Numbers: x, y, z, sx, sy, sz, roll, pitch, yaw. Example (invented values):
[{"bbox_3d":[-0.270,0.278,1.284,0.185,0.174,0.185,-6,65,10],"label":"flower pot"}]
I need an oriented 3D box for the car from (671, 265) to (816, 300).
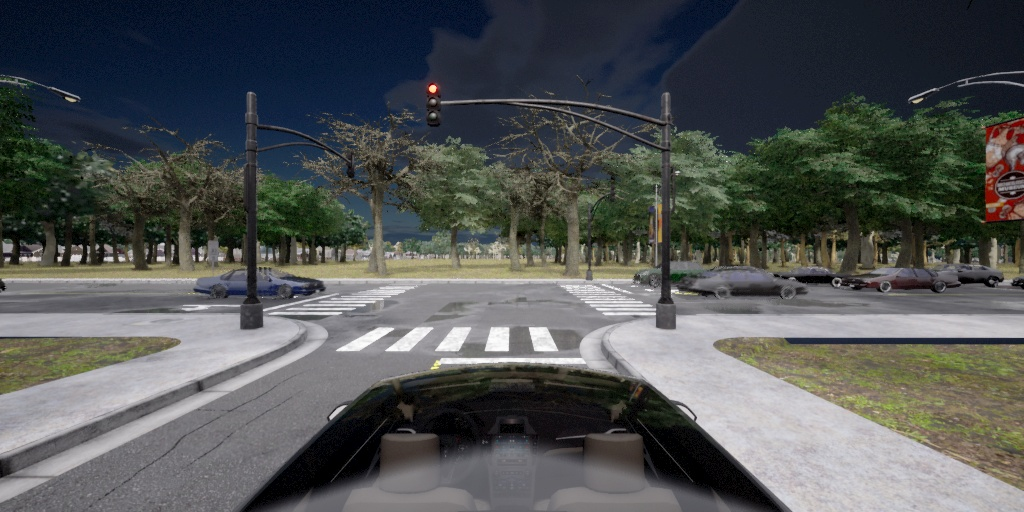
[{"bbox_3d":[10.856,1.314,17.115,5.357,1.411,2.033,0,0,0],"label":"car"}]

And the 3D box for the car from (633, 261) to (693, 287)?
[{"bbox_3d":[10.478,1.109,23.813,4.553,1.767,2.097,0,0,0],"label":"car"}]

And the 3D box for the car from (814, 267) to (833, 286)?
[{"bbox_3d":[19.462,1.371,23.820,4.718,1.301,1.895,0,0,0],"label":"car"}]

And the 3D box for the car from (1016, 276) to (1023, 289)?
[{"bbox_3d":[32.403,1.343,20.564,5.357,1.411,2.033,0,0,0],"label":"car"}]

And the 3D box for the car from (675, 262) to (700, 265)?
[{"bbox_3d":[12.326,1.269,20.565,4.892,1.490,1.837,0,0,0],"label":"car"}]

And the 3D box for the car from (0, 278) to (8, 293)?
[{"bbox_3d":[-27.396,1.229,17.095,4.892,1.490,1.837,0,0,0],"label":"car"}]

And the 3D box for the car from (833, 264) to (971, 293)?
[{"bbox_3d":[22.187,1.326,20.569,5.357,1.411,2.033,0,0,0],"label":"car"}]

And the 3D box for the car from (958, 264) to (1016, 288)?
[{"bbox_3d":[29.398,1.278,23.819,4.902,1.511,2.128,0,0,0],"label":"car"}]

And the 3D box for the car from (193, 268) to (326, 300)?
[{"bbox_3d":[-11.934,1.285,17.099,5.357,1.411,2.033,0,0,0],"label":"car"}]
